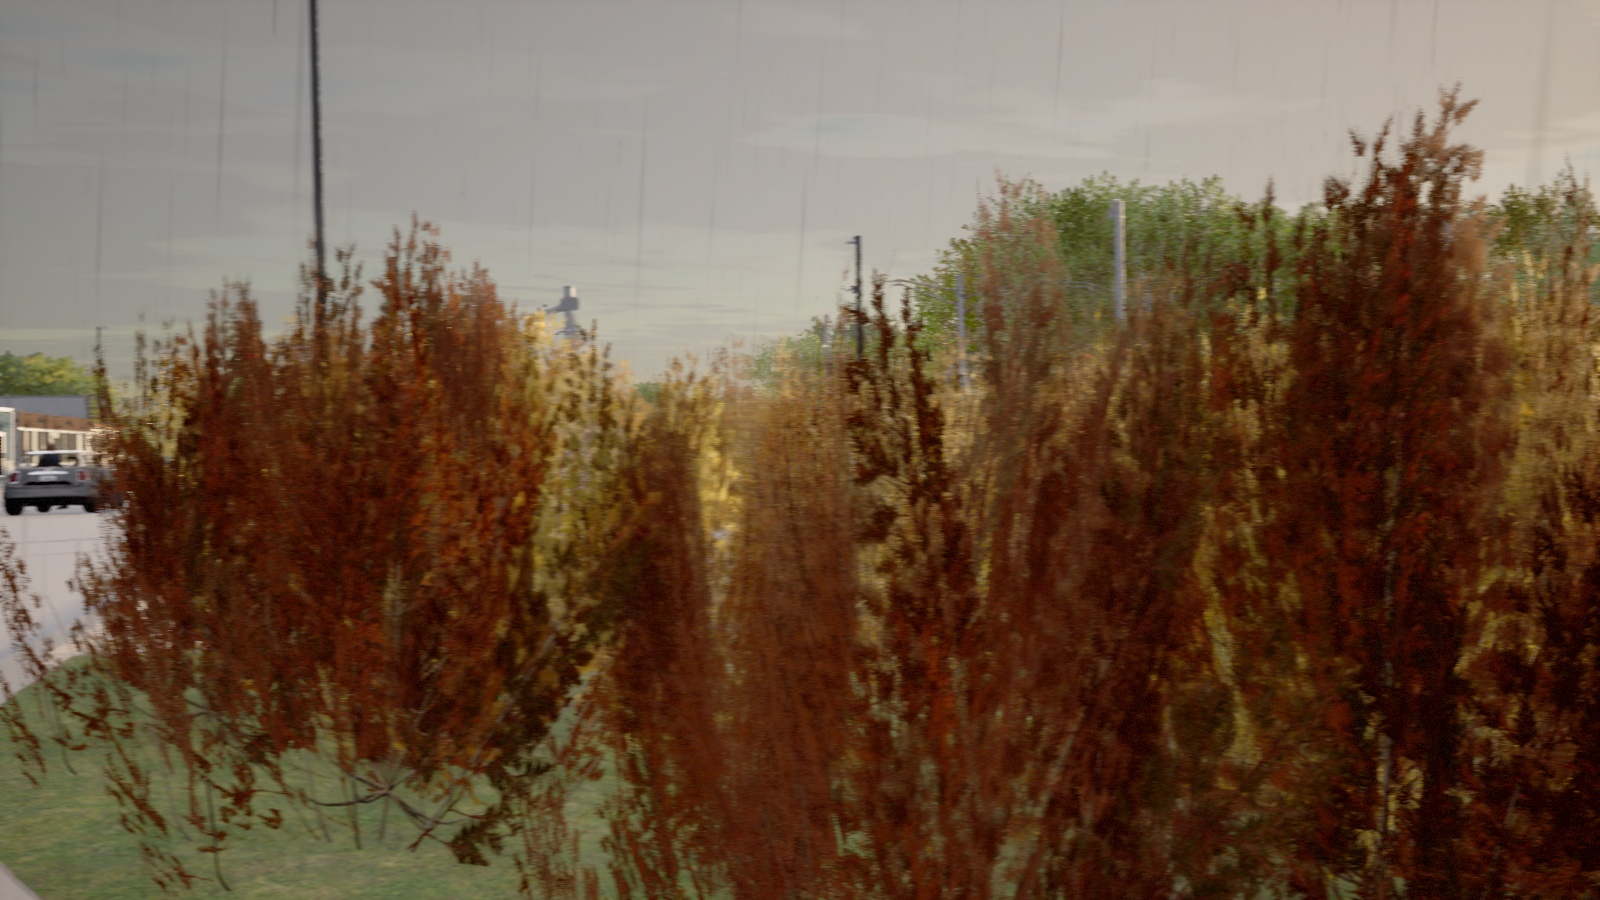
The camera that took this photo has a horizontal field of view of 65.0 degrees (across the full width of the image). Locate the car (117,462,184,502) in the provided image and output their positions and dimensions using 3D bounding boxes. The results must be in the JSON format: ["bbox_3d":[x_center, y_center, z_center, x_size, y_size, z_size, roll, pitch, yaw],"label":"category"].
[{"bbox_3d":[-32.144,1.544,62.301,2.097,1.767,4.553,-2,0,-17],"label":"car"}]

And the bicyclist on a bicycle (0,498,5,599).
[{"bbox_3d":[-7.990,0.600,11.594,0.659,1.776,1.843,-2,1,-21],"label":"bicyclist on a bicycle"}]

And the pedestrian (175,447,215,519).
[{"bbox_3d":[-16.921,0.905,35.155,0.873,1.952,0.659,-3,1,-20],"label":"pedestrian"}]

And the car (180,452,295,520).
[{"bbox_3d":[-13.868,0.881,31.157,1.970,1.475,3.806,-2,-1,-15],"label":"car"}]

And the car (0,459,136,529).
[{"bbox_3d":[-17.443,1.033,30.107,1.970,1.475,3.806,-2,-1,-17],"label":"car"}]
